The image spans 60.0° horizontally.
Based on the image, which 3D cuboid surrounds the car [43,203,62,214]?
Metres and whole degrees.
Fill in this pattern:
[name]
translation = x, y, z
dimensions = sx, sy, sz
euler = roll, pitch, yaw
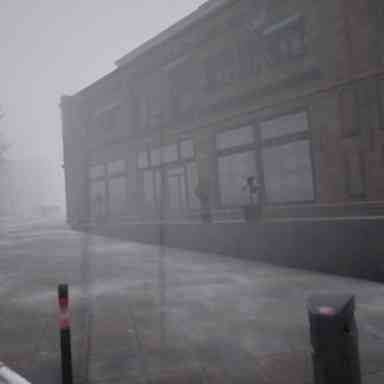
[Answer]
[car]
translation = -22.214, 2.566, 52.948
dimensions = 1.882, 1.535, 5.008
euler = -4, -1, -8
